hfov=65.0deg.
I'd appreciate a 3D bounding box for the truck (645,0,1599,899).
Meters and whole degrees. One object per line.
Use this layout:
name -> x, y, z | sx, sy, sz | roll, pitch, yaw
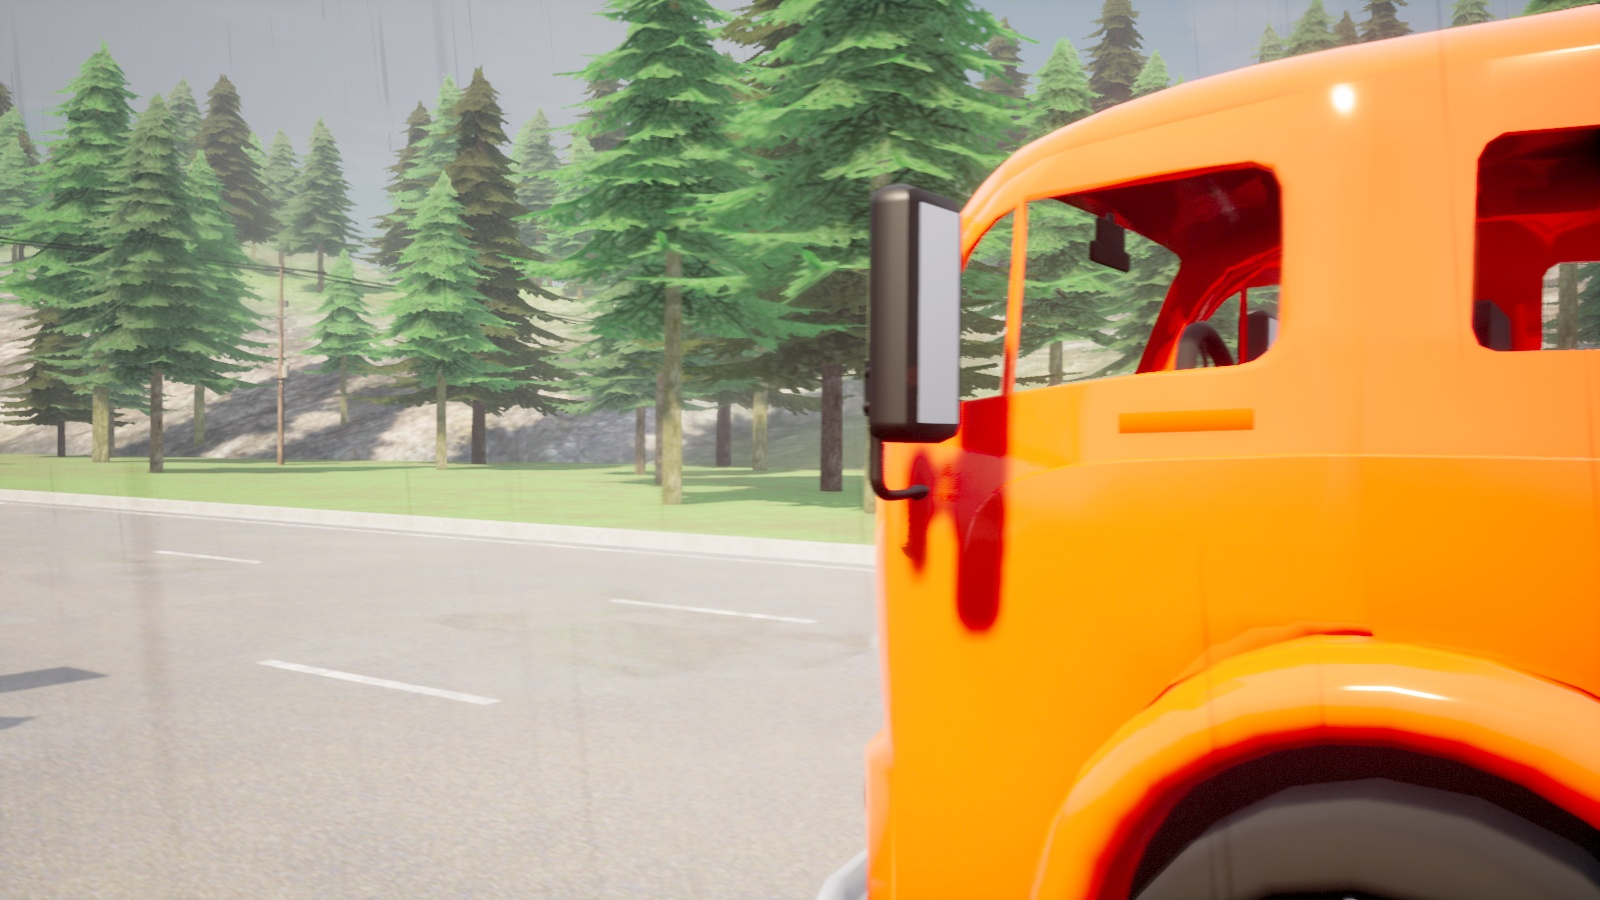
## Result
truck -> 2.632, 0.194, 1.864 | 5.204, 2.467, 2.627 | 0, 1, 34
